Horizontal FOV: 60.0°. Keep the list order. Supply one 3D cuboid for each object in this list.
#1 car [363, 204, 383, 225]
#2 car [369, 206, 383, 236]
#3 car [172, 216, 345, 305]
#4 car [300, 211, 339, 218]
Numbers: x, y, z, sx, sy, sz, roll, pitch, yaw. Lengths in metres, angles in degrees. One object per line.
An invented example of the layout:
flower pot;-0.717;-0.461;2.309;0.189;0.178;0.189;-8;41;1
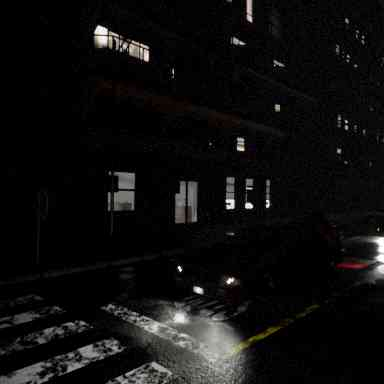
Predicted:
car;13.651;1.548;23.574;4.829;1.417;1.752;0;1;-45
car;11.268;1.581;17.567;4.181;1.385;1.994;0;0;-45
car;2.039;1.557;8.434;5.357;1.411;2.033;0;0;-44
car;5.909;1.601;15.885;4.206;1.307;1.802;0;1;-45
